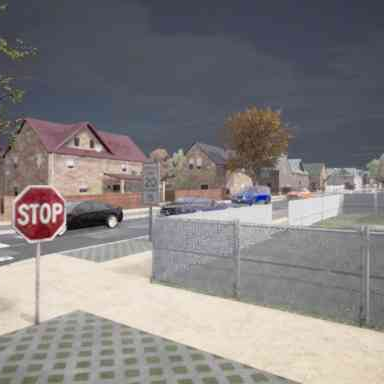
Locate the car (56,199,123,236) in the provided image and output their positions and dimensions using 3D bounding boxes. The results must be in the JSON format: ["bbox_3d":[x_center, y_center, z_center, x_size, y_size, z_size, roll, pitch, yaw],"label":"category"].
[{"bbox_3d":[-5.693,1.149,16.593,1.882,1.535,5.008,1,2,34],"label":"car"}]

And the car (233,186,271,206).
[{"bbox_3d":[5.988,0.418,33.062,2.150,2.045,5.566,1,2,36],"label":"car"}]

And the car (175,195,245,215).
[{"bbox_3d":[1.295,1.128,21.504,1.895,1.301,4.718,1,2,36],"label":"car"}]

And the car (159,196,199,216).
[{"bbox_3d":[-0.091,0.990,24.533,2.033,1.411,5.357,1,2,35],"label":"car"}]

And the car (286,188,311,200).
[{"bbox_3d":[14.329,0.215,44.679,2.097,1.767,4.553,1,2,36],"label":"car"}]
